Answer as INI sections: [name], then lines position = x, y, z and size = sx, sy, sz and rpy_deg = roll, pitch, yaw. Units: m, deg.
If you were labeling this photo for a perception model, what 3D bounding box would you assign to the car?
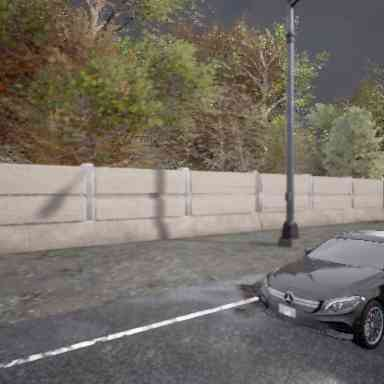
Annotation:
[car]
position = 3.329, 1.512, 6.331
size = 4.674, 1.442, 1.812
rpy_deg = 0, 0, -35
